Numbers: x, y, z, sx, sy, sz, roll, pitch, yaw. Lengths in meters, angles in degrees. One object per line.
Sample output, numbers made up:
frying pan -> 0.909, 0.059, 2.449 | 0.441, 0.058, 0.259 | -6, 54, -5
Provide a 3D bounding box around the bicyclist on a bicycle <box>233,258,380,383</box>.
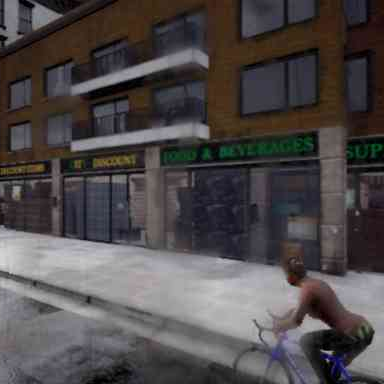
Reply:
bicyclist on a bicycle -> 1.104, 1.459, 3.086 | 1.656, 1.620, 0.582 | 0, 0, 36
